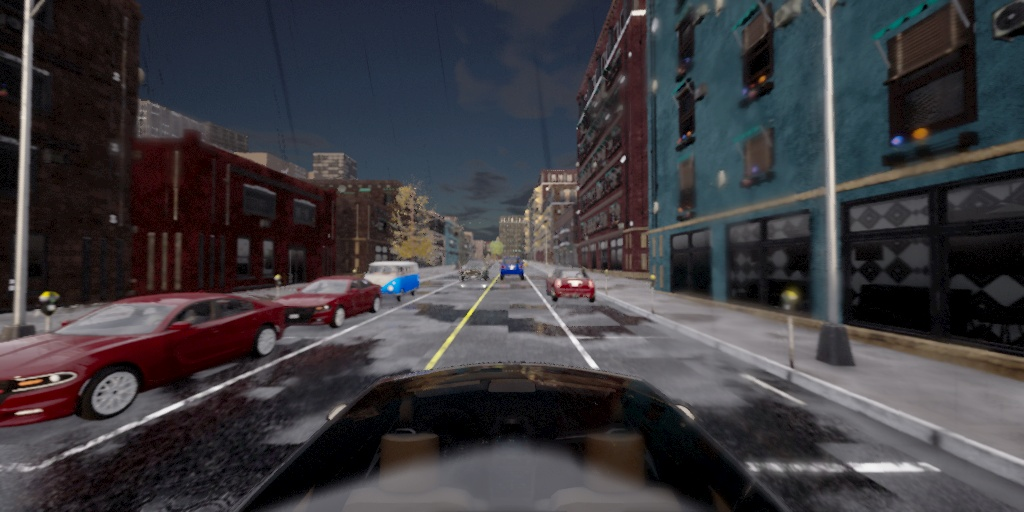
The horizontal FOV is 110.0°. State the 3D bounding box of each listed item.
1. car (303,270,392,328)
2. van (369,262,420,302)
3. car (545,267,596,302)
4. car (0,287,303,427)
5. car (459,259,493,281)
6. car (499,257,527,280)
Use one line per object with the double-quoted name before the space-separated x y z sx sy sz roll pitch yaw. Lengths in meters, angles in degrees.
"car" -5.689 1.337 11.599 1.888 1.381 4.507 0 0 0
"van" -5.687 1.156 17.287 1.690 1.789 3.998 0 0 0
"car" 2.693 1.255 17.346 1.967 1.591 4.097 0 0 0
"car" -5.766 1.313 5.918 1.888 1.381 4.507 0 0 0
"car" -2.996 1.031 30.012 2.097 1.767 4.553 0 0 0
"car" 0.005 1.106 33.264 2.150 2.045 5.566 0 0 0
